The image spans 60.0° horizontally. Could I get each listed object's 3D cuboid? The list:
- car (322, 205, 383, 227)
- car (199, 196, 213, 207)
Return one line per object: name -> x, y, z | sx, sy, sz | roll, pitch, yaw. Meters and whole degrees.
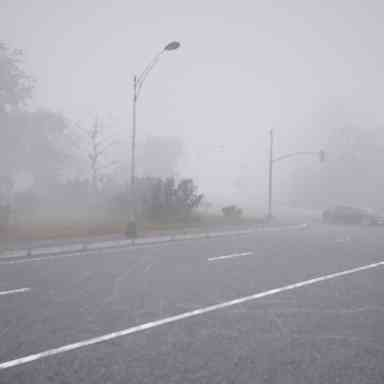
car -> 11.769, 1.703, 23.987 | 1.837, 1.490, 4.892 | 1, -1, -29
car -> 1.510, 1.352, 48.214 | 1.882, 1.535, 5.008 | 1, 2, -17
